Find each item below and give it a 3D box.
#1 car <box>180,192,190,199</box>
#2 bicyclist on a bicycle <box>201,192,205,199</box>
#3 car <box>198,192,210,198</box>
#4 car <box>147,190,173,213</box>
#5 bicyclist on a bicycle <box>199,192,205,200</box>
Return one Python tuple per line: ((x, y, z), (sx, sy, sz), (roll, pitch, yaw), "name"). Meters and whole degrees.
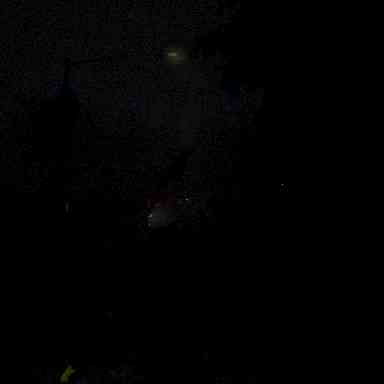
((-1.499, 0.739, 73.761), (1.837, 1.490, 4.892), (2, 1, 6), "car")
((2.485, 0.825, 74.776), (0.866, 1.612, 1.509), (2, 0, 6), "bicyclist on a bicycle")
((2.601, 0.775, 82.754), (1.837, 1.490, 4.892), (2, 0, 9), "car")
((-2.990, 0.874, 32.410), (2.150, 2.045, 5.566), (2, 1, 0), "car")
((1.621, 0.913, 65.013), (0.582, 1.620, 1.656), (2, 0, 4), "bicyclist on a bicycle")
